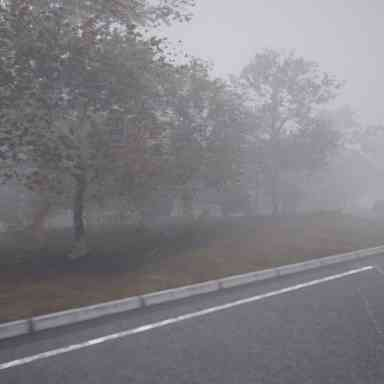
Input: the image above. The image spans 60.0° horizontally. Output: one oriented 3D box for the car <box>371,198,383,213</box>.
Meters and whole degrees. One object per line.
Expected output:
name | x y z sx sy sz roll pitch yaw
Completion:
car | 19.585 1.343 33.789 1.837 1.490 4.892 -2 -1 38
